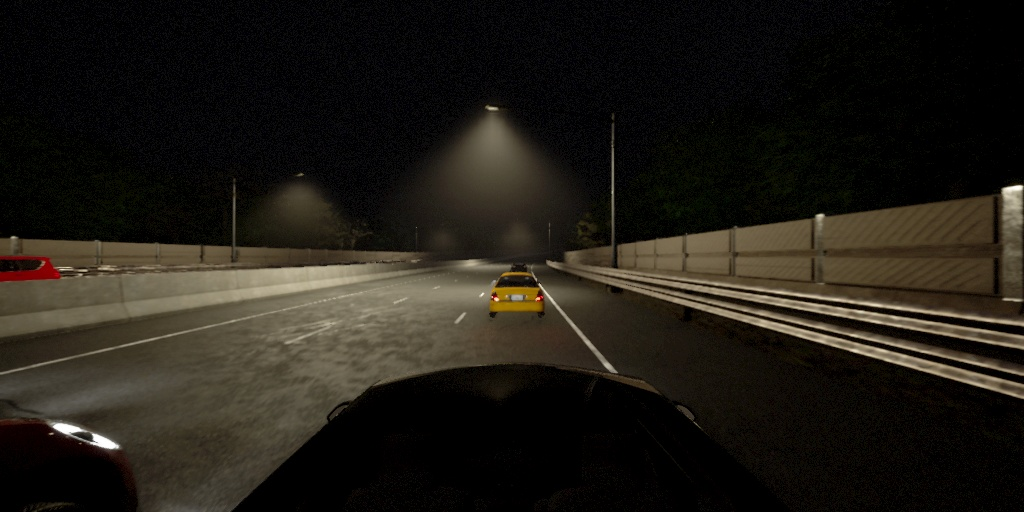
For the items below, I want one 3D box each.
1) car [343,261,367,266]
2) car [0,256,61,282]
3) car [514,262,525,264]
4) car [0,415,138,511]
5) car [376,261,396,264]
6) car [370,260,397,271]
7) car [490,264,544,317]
[{"bbox_3d":[-23.373,1.453,53.307,2.128,1.511,4.902,0,0,3],"label":"car"},{"bbox_3d":[-21.019,1.008,13.484,2.150,2.045,5.566,0,0,1],"label":"car"},{"bbox_3d":[0.880,1.446,42.836,2.128,1.511,4.902,0,0,2],"label":"car"},{"bbox_3d":[-3.387,1.095,0.318,2.097,1.767,4.553,0,0,0],"label":"car"},{"bbox_3d":[-16.589,1.477,48.469,1.812,1.442,4.674,0,-1,3],"label":"car"},{"bbox_3d":[-19.771,1.470,55.480,2.128,1.511,4.902,0,0,3],"label":"car"},{"bbox_3d":[0.182,1.257,13.416,1.801,1.575,5.366,0,0,1],"label":"car"}]
